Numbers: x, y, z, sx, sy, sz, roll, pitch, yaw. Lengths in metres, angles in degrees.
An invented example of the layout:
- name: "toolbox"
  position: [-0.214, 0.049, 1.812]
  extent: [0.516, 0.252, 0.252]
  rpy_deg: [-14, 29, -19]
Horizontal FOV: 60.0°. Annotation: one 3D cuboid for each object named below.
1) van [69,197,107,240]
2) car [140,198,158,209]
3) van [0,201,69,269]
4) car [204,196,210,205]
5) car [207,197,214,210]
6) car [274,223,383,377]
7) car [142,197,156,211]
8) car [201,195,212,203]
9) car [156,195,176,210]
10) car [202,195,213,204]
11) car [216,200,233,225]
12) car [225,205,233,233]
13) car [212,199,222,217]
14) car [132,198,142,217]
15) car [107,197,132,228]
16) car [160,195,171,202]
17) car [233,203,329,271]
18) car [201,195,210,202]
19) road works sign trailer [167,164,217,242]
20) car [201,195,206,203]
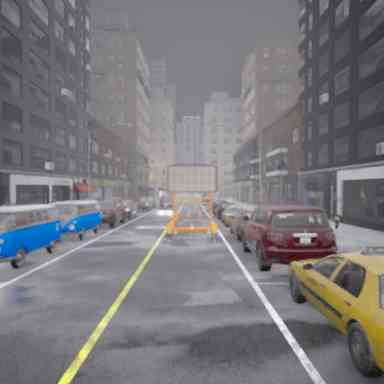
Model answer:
- name: "van"
  position: [-5.682, 1.308, 16.332]
  extent: [1.690, 1.788, 3.998]
  rpy_deg: [-1, 0, 0]
- name: "car"
  position: [-5.685, 1.484, 44.261]
  extent: [1.802, 1.307, 4.206]
  rpy_deg: [-1, 0, 0]
- name: "van"
  position: [-5.682, 1.320, 10.746]
  extent: [1.690, 1.788, 3.998]
  rpy_deg: [-1, 0, 0]
- name: "car"
  position: [2.853, 1.467, 38.677]
  extent: [2.008, 1.369, 4.403]
  rpy_deg: [-1, 0, 0]
- name: "car"
  position: [2.853, 1.495, 33.091]
  extent: [1.947, 1.339, 4.313]
  rpy_deg: [-1, 0, 0]
- name: "car"
  position: [2.851, 1.515, 5.332]
  extent: [1.752, 1.417, 4.829]
  rpy_deg: [-1, 0, 0]
- name: "car"
  position: [-5.686, 1.356, 38.675]
  extent: [1.967, 1.590, 4.097]
  rpy_deg: [-1, 0, 0]
- name: "car"
  position: [2.855, 1.407, 66.607]
  extent: [1.947, 1.339, 4.313]
  rpy_deg: [-1, 0, 0]
- name: "car"
  position: [-3.095, 1.400, 42.159]
  extent: [2.128, 1.511, 4.902]
  rpy_deg: [0, 0, 0]
- name: "car"
  position: [2.854, 1.382, 61.190]
  extent: [1.752, 1.417, 4.829]
  rpy_deg: [-1, 0, 0]
- name: "car"
  position: [2.852, 1.480, 22.090]
  extent: [1.752, 1.417, 4.829]
  rpy_deg: [-1, 0, 0]
- name: "car"
  position: [2.853, 1.549, 16.334]
  extent: [1.802, 1.307, 4.206]
  rpy_deg: [-1, 0, 0]
- name: "car"
  position: [2.853, 1.508, 27.506]
  extent: [1.947, 1.339, 4.313]
  rpy_deg: [-1, 0, 0]
- name: "car"
  position: [-5.683, 1.382, 27.504]
  extent: [1.967, 1.590, 4.097]
  rpy_deg: [-1, 0, 0]
- name: "car"
  position: [-5.684, 1.269, 21.918]
  extent: [2.192, 1.841, 5.009]
  rpy_deg: [-1, 0, 0]
- name: "car"
  position: [-5.691, 1.368, 72.190]
  extent: [1.887, 1.381, 4.507]
  rpy_deg: [-1, 0, 0]
- name: "car"
  position: [2.849, 1.294, 10.747]
  extent: [2.192, 1.841, 5.009]
  rpy_deg: [-1, 0, 0]
- name: "car"
  position: [2.855, 1.406, 72.192]
  extent: [1.802, 1.307, 4.206]
  rpy_deg: [-1, 0, 0]
- name: "road works sign trailer"
  position: [0.003, 0.432, 16.164]
  extent: [2.380, 3.560, 2.880]
  rpy_deg: [0, 0, 0]
- name: "car"
  position: [2.854, 1.424, 55.435]
  extent: [2.008, 1.369, 4.403]
  rpy_deg: [-1, 0, 0]
